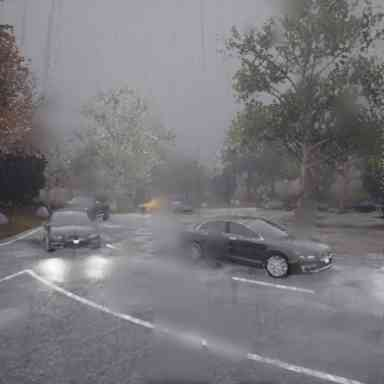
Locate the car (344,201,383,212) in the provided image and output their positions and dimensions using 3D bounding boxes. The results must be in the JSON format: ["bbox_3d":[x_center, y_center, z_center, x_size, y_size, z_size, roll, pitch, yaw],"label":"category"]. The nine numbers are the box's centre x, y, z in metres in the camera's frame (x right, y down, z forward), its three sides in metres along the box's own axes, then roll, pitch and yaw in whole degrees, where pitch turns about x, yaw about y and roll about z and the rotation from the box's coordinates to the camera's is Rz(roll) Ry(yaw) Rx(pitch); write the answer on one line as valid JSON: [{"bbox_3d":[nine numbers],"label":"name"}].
[{"bbox_3d":[21.163,1.764,40.598,4.718,1.301,1.895,1,0,26],"label":"car"}]

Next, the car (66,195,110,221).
[{"bbox_3d":[-7.800,1.229,24.672,2.150,2.045,5.566,0,0,4],"label":"car"}]

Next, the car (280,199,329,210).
[{"bbox_3d":[14.528,1.641,42.321,5.357,1.411,2.033,1,0,3],"label":"car"}]

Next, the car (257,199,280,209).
[{"bbox_3d":[10.981,1.594,45.231,4.181,1.385,1.994,1,0,-5],"label":"car"}]

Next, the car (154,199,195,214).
[{"bbox_3d":[-1.468,1.609,34.444,1.994,1.385,4.181,0,0,37],"label":"car"}]

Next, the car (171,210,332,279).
[{"bbox_3d":[1.714,1.525,10.285,4.892,1.490,1.837,0,1,43],"label":"car"}]

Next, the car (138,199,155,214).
[{"bbox_3d":[-3.723,1.517,36.715,1.882,1.535,5.008,0,1,39],"label":"car"}]

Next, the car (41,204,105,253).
[{"bbox_3d":[-5.176,1.505,14.007,1.837,1.490,4.892,0,0,-26],"label":"car"}]
